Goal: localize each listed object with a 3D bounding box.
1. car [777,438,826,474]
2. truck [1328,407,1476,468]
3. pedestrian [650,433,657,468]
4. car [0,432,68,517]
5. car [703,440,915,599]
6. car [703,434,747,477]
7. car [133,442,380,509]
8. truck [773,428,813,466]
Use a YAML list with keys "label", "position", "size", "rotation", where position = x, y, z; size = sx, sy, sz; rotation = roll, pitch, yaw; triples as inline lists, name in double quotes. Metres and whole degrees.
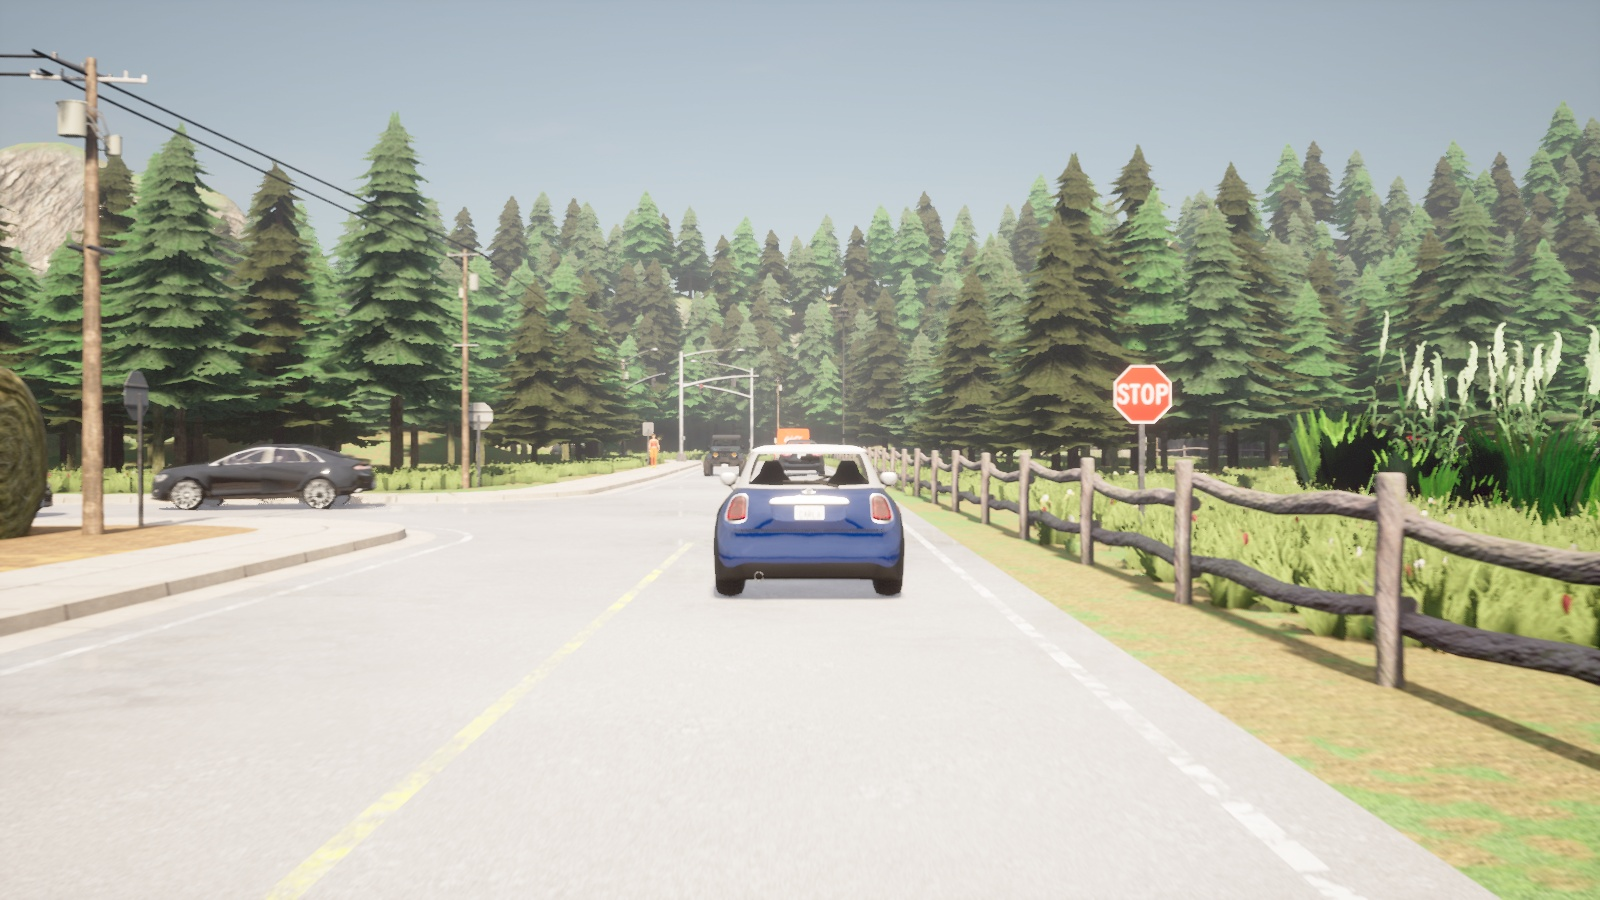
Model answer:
- label: "car"
  position: [0.033, 0.256, 60.894]
  size: [2.242, 1.667, 4.611]
  rotation: [0, 0, -1]
- label: "truck"
  position: [39.518, -0.818, 82.761]
  size: [2.891, 3.827, 8.468]
  rotation: [0, 0, -36]
- label: "pedestrian"
  position: [-7.656, 0.041, 65.567]
  size: [0.345, 1.836, 0.594]
  rotation: [0, 0, -6]
- label: "car"
  position: [-17.904, 0.467, 25.633]
  size: [4.611, 1.667, 2.242]
  rotation: [0, 0, -2]
- label: "car"
  position: [0.092, 0.635, 13.583]
  size: [1.970, 1.475, 3.806]
  rotation: [0, 0, 0]
- label: "car"
  position: [-3.360, 0.225, 56.875]
  size: [1.905, 1.878, 3.866]
  rotation: [0, 0, -2]
- label: "car"
  position: [-12.574, 0.562, 29.352]
  size: [4.902, 1.511, 2.128]
  rotation: [0, 0, -7]
- label: "truck"
  position: [-0.504, -0.209, 84.528]
  size: [2.627, 2.467, 5.204]
  rotation: [0, 0, -2]
